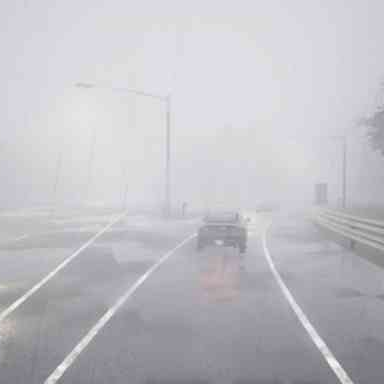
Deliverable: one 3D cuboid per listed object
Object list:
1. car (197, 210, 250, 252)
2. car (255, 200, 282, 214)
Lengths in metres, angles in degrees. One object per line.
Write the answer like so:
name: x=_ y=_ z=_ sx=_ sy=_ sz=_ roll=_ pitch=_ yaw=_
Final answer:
car: x=1.391 y=1.519 z=14.052 sx=1.837 sy=1.490 sz=4.892 roll=0 pitch=0 yaw=10
car: x=8.248 y=1.596 z=35.593 sx=2.033 sy=1.411 sz=5.357 roll=0 pitch=0 yaw=26
